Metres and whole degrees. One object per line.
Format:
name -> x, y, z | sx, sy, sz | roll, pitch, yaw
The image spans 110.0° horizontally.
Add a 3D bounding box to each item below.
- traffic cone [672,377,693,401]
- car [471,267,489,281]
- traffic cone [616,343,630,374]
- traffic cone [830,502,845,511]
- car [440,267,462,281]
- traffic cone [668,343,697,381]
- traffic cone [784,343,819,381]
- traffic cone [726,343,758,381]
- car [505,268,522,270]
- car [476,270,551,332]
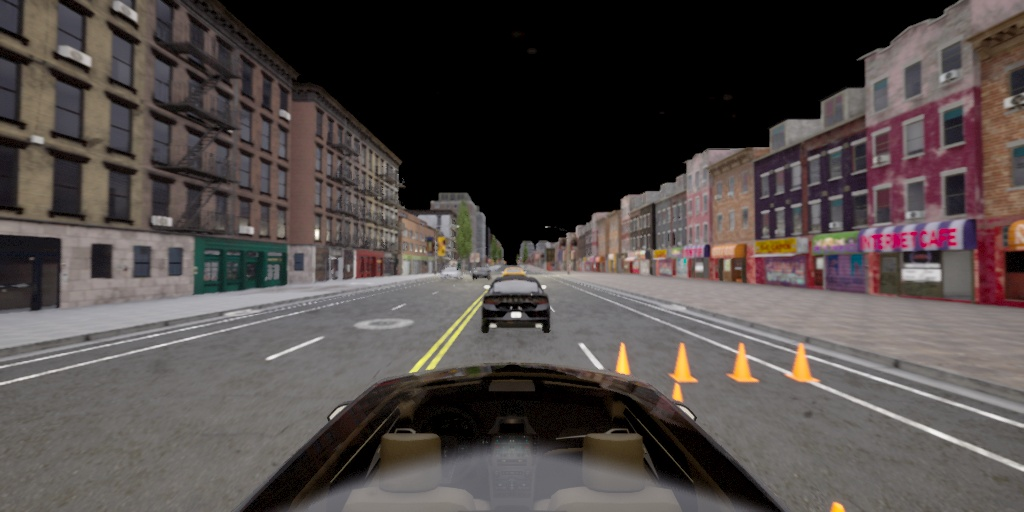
traffic cone -> 1.866, 1.736, 4.040 | 0.340, 0.580, 0.340 | 0, 0, 0
car -> -3.291, 1.909, 39.180 | 1.837, 1.490, 4.892 | 0, -2, 0
traffic cone -> 1.869, 1.761, 6.040 | 0.340, 0.580, 0.340 | 0, 0, 0
traffic cone -> 1.862, 1.712, 2.040 | 0.340, 0.580, 0.340 | 0, 0, 0
car -> -6.540, 1.916, 38.811 | 1.812, 1.442, 4.674 | 0, -1, 0
traffic cone -> 2.869, 1.762, 6.038 | 0.340, 0.580, 0.340 | 0, 0, 0
traffic cone -> 4.869, 1.765, 6.035 | 0.340, 0.580, 0.340 | 0, 0, 0
traffic cone -> 3.869, 1.763, 6.036 | 0.340, 0.580, 0.340 | 0, 0, 0
car -> 0.137, 1.697, 29.675 | 1.882, 1.535, 5.008 | 0, -1, 0
car -> 0.108, 1.359, 11.430 | 1.882, 1.535, 5.008 | 0, -1, 0
